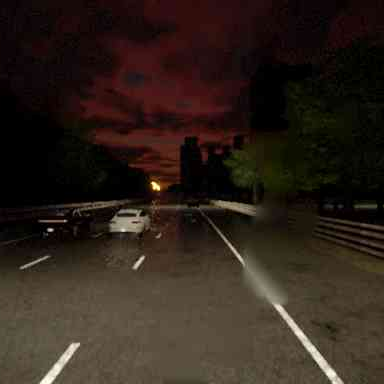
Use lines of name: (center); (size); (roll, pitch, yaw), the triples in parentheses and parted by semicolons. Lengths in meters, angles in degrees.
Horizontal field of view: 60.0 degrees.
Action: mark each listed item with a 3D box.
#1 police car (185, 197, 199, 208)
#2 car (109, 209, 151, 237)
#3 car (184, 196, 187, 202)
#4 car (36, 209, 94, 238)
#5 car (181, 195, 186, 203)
police car: (0.270, 2.021, 59.314); (1.930, 1.638, 5.238); (0, -1, -2)
car: (-3.484, 1.716, 19.058); (1.812, 1.442, 4.674); (0, -1, 0)
car: (-0.213, 2.224, 75.267); (1.882, 1.535, 5.008); (0, -1, -2)
car: (-6.982, 1.680, 18.789); (2.128, 1.511, 4.902); (0, -1, 0)
car: (-1.895, 2.117, 92.595); (2.097, 1.767, 4.553); (0, 0, -2)
